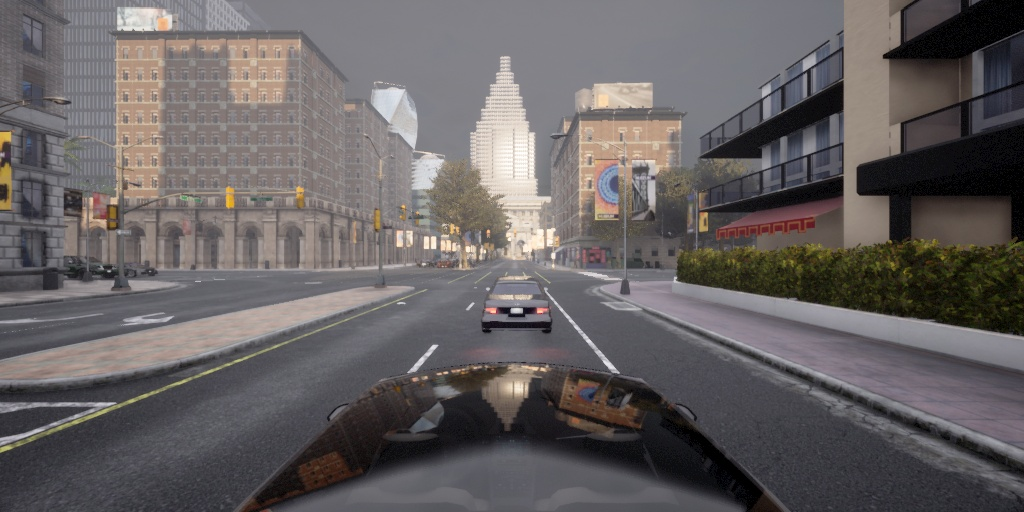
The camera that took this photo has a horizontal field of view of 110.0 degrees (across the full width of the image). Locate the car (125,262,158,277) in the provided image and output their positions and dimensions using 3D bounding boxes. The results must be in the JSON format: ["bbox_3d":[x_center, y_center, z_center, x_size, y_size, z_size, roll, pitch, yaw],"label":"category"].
[{"bbox_3d":[-36.838,1.314,34.530,4.181,1.385,1.994,0,0,0],"label":"car"}]

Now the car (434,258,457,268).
[{"bbox_3d":[-11.065,1.102,59.635,2.097,1.767,4.553,0,0,1],"label":"car"}]

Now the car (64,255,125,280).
[{"bbox_3d":[-37.615,0.971,31.029,5.566,2.045,2.150,0,0,0],"label":"car"}]

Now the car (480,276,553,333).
[{"bbox_3d":[0.143,1.297,10.709,2.033,1.411,5.357,0,0,1],"label":"car"}]

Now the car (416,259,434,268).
[{"bbox_3d":[-14.535,1.241,61.520,2.128,1.511,4.902,0,0,1],"label":"car"}]
